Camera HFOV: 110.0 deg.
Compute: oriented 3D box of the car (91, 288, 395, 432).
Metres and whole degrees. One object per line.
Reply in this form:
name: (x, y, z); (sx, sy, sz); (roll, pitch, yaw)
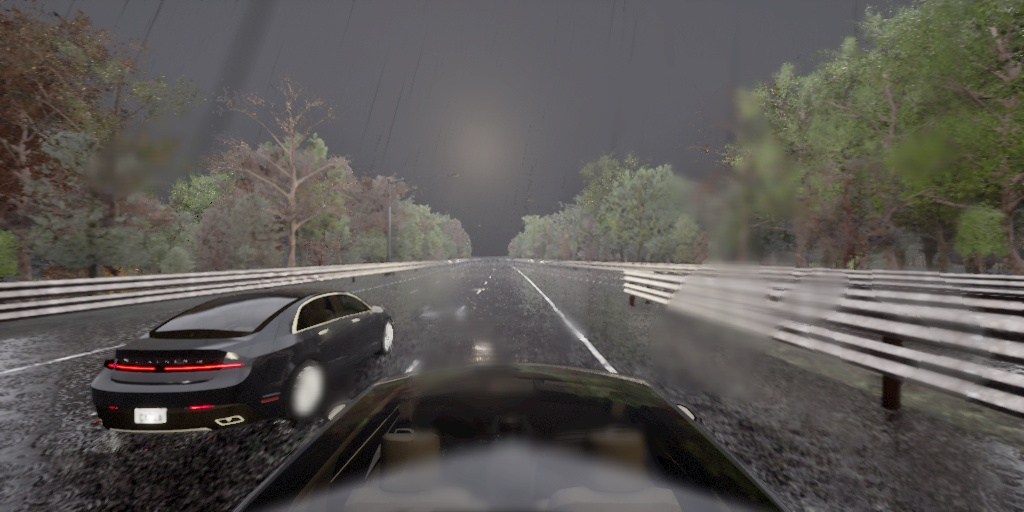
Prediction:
car: (-3.416, 1.264, 5.805); (1.837, 1.490, 4.892); (0, 0, 0)
